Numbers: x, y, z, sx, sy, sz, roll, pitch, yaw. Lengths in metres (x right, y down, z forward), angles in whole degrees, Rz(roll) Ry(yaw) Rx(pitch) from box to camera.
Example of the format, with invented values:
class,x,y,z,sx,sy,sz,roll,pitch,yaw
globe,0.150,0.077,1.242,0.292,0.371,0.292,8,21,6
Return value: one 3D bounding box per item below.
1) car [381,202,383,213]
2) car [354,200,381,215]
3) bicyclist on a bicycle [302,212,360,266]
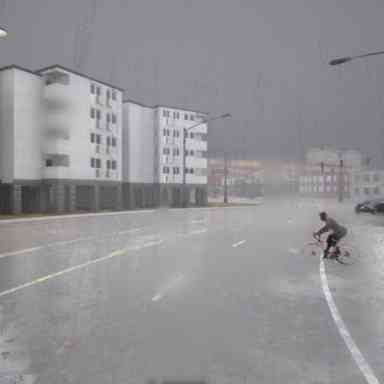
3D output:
class,x,y,z,sx,sy,sz,roll,pitch,yaw
car,20.223,1.503,31.247,4.892,1.490,1.837,0,0,-34
car,18.804,1.562,34.506,4.181,1.385,1.994,0,0,-33
bicyclist on a bicycle,4.223,1.446,10.205,1.656,1.620,0.582,-2,-1,23
